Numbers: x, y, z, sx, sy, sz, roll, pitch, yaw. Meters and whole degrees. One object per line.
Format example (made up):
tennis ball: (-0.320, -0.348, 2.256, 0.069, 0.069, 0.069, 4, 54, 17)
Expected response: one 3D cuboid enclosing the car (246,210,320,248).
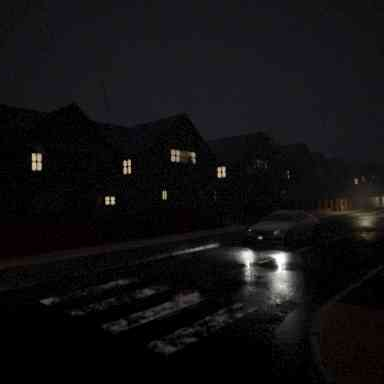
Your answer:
car: (4.322, 1.560, 15.239, 1.812, 1.442, 4.674, -2, -1, 42)
